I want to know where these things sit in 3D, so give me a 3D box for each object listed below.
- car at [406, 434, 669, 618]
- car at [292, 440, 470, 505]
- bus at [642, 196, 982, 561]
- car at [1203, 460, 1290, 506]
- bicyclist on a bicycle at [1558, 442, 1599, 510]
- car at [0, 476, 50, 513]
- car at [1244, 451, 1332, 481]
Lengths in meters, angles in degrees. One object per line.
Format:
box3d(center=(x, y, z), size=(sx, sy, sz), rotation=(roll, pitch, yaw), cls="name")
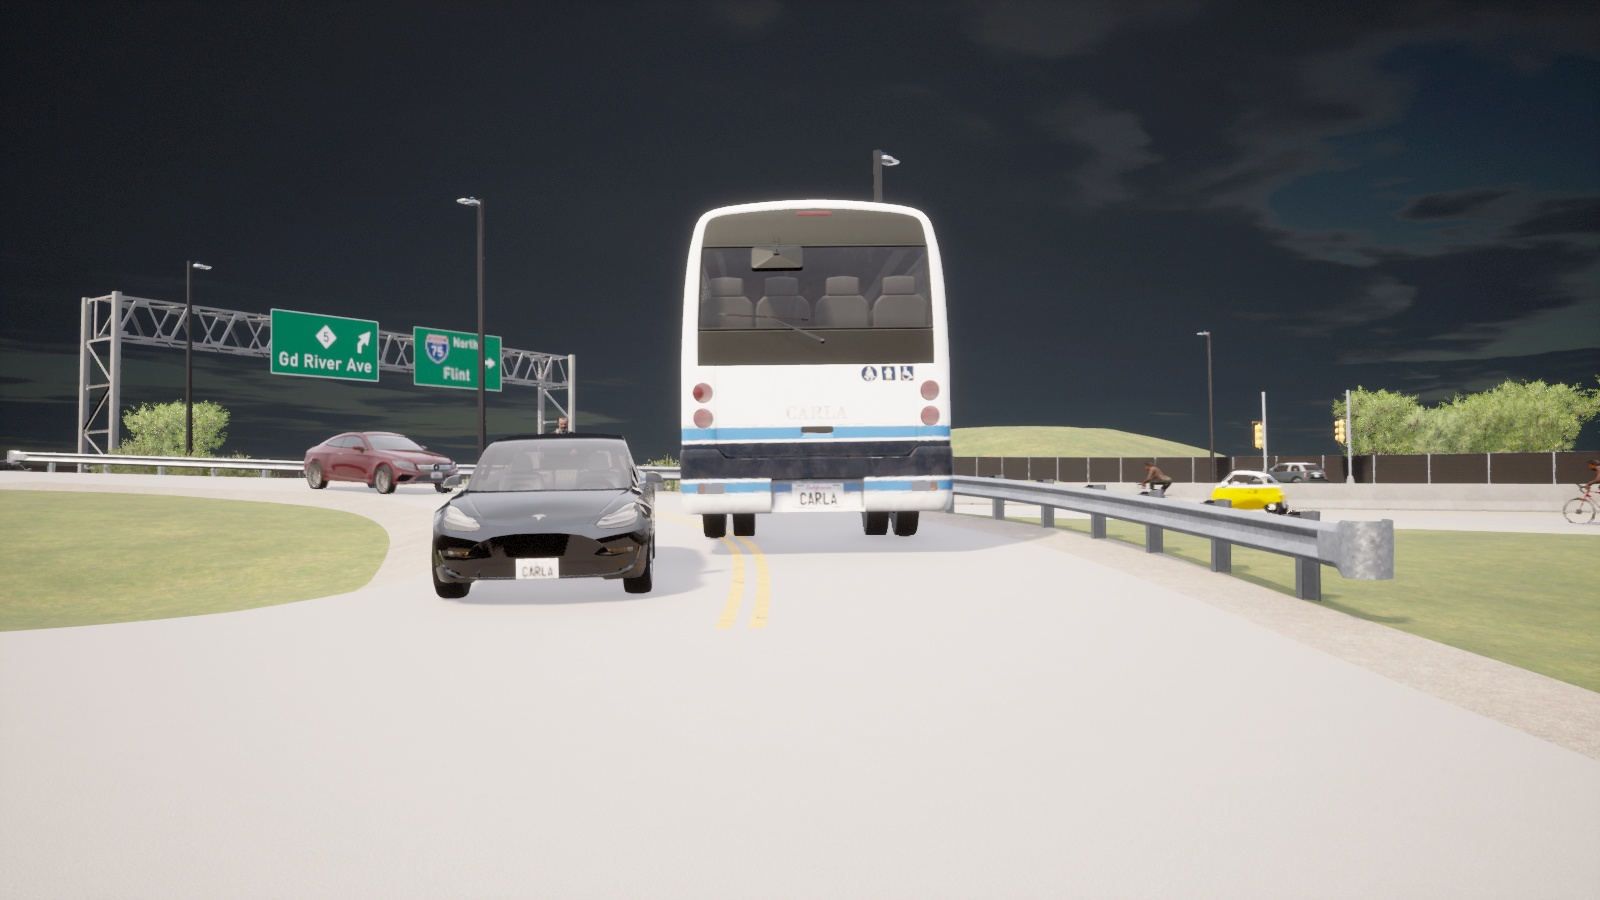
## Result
box3d(center=(-2.490, 0.617, 13.154), size=(2.163, 1.488, 4.792), rotation=(-2, 1, -6), cls="car")
box3d(center=(-10.168, 0.500, 30.329), size=(4.674, 1.442, 1.812), rotation=(0, 0, 38), cls="car")
box3d(center=(0.014, -0.938, 20.225), size=(3.944, 4.253, 10.273), rotation=(-2, 1, -2), cls="bus")
box3d(center=(13.808, 1.024, 38.822), size=(2.207, 1.376, 1.481), rotation=(-1, -1, 35), cls="car")
box3d(center=(19.506, 0.632, 30.615), size=(1.656, 1.620, 0.582), rotation=(-2, -2, 35), cls="bicyclist on a bicycle")
box3d(center=(-40.595, 2.278, 64.270), size=(4.605, 1.855, 1.932), rotation=(-2, -2, 32), cls="car")
box3d(center=(25.058, 0.816, 64.579), size=(1.970, 1.475, 3.806), rotation=(-1, -1, -28), cls="car")
